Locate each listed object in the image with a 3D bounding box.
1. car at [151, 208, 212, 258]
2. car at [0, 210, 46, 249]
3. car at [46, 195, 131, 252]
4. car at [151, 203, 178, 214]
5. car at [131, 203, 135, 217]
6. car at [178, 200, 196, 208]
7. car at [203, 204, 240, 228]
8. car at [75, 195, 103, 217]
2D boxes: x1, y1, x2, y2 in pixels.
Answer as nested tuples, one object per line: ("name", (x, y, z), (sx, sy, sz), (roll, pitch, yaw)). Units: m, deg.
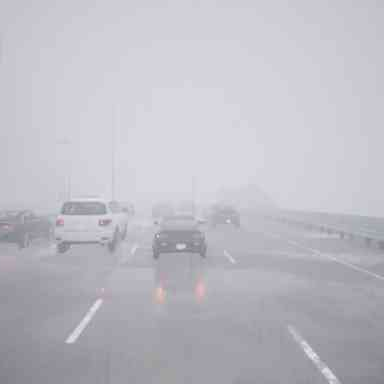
("car", (-0.516, 1.570, 12.863), (1.812, 1.442, 4.674), (0, 0, -4))
("car", (-7.698, 1.549, 14.740), (2.128, 1.511, 4.902), (0, 0, -5))
("car", (-4.125, 1.274, 14.370), (2.150, 2.045, 5.566), (0, 0, -5))
("car", (-2.768, 1.672, 31.060), (1.994, 1.385, 4.181), (0, 0, -10))
("car", (-6.596, 1.718, 32.762), (1.895, 1.301, 4.718), (0, 0, -10))
("car", (-0.798, 1.682, 39.504), (2.033, 1.411, 5.357), (0, 0, -12))
("car", (1.967, 1.581, 23.037), (1.837, 1.490, 4.892), (0, 0, -7))
("car", (-10.393, 1.346, 34.019), (2.150, 2.045, 5.566), (0, 0, -11))
